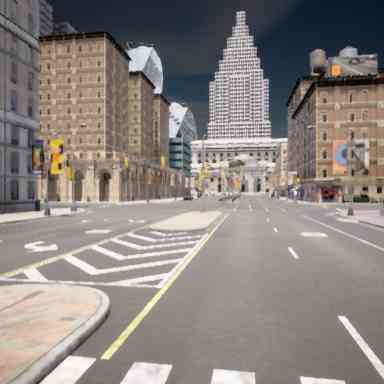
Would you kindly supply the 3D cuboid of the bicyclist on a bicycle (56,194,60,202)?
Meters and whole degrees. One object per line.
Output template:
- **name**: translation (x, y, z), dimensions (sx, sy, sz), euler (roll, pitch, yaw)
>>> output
- **bicyclist on a bicycle**: translation (-26.877, 1.275, 66.740), dimensions (0.582, 1.620, 1.656), euler (0, 0, 9)

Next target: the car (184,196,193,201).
- **car**: translation (-0.923, 1.570, 85.445), dimensions (1.895, 1.301, 4.718), euler (0, 0, 9)
